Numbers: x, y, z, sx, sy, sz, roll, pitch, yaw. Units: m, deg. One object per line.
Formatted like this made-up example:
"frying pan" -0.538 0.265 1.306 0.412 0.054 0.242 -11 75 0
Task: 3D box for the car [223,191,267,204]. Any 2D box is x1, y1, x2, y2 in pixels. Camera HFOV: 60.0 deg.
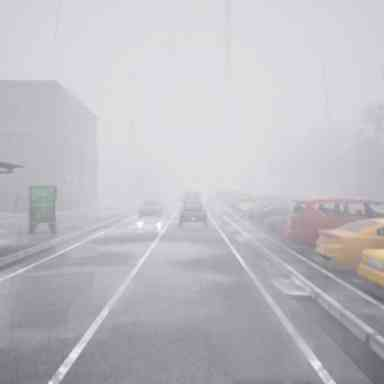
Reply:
"car" 6.491 1.070 40.585 4.553 1.767 2.185 0 2 0

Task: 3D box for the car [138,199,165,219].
"car" -3.388 1.397 28.266 1.837 1.490 4.892 0 1 0

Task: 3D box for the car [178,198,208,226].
"car" 0.069 1.442 22.889 2.128 1.511 4.902 0 0 0

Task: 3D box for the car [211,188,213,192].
"car" 6.621 0.321 62.864 4.792 1.488 2.163 0 3 0

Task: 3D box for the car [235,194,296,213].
"car" 6.489 1.301 29.445 4.553 1.767 2.185 0 1 0

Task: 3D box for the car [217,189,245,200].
"car" 6.650 0.441 57.294 4.553 1.767 2.185 0 3 0

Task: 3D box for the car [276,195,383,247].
"car" 6.390 1.274 12.726 5.566 2.045 2.435 0 0 0

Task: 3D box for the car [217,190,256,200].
"car" 6.564 0.929 48.945 4.892 1.521 2.231 0 2 0

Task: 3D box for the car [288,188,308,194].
"car" 19.702 0.595 57.420 4.674 1.452 2.002 0 3 0

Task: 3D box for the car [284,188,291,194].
"car" 19.718 0.458 60.202 4.674 1.452 2.002 0 3 0

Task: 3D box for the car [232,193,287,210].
"car" 6.505 1.257 32.225 4.553 1.767 2.185 0 1 0

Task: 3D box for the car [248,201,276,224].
"car" 6.405 1.510 21.082 5.008 1.535 2.097 0 0 0

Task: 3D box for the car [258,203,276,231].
"car" 6.364 1.552 18.295 4.792 1.488 2.163 0 0 0

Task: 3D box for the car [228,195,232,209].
"car" 6.519 1.358 35.015 4.792 1.488 2.163 0 1 0

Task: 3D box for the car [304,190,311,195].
"car" 19.836 0.921 48.926 5.366 1.575 1.946 0 2 0

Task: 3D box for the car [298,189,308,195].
"car" 19.852 0.809 51.719 5.366 1.575 1.946 0 2 0

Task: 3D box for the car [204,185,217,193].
"car" 6.504 -0.587 92.671 4.792 1.488 2.163 0 3 0

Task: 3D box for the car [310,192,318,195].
"car" 19.606 1.050 46.274 4.792 1.488 2.163 0 2 0

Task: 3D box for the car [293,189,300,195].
"car" 19.711 0.721 54.511 4.792 1.488 2.163 0 3 0

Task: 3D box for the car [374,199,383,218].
"car" 19.353 1.419 29.545 5.366 1.575 1.946 0 1 0

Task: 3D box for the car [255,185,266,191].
"car" 19.595 -0.469 89.962 5.008 1.535 2.097 0 3 0

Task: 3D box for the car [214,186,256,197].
"car" 6.615 0.565 51.722 5.566 2.045 2.435 0 2 0

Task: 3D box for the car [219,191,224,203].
"car" 6.525 1.058 46.169 4.792 1.488 2.163 0 2 0

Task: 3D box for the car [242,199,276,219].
"car" 6.420 1.490 23.871 5.008 1.535 2.097 0 1 0

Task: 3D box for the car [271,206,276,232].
"car" 6.375 1.566 15.509 4.674 1.452 2.002 0 0 0

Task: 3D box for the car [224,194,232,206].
"car" 6.477 1.296 37.802 4.792 1.488 2.163 0 1 0

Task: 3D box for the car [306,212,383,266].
"car" 6.340 1.524 9.943 5.008 1.535 2.097 0 0 0

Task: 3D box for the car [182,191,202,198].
"car" 0.006 0.887 40.704 2.150 2.045 5.566 0 2 0

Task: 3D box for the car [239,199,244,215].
"car" 6.445 1.503 26.661 4.674 1.452 2.002 0 0 0

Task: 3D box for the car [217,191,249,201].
"car" 6.597 0.696 54.523 5.008 1.535 2.097 0 2 0

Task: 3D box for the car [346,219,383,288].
"car" 6.515 1.520 7.159 5.366 1.575 1.946 0 0 0

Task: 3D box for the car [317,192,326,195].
"car" 19.614 1.108 43.483 5.008 1.535 2.097 0 2 0
